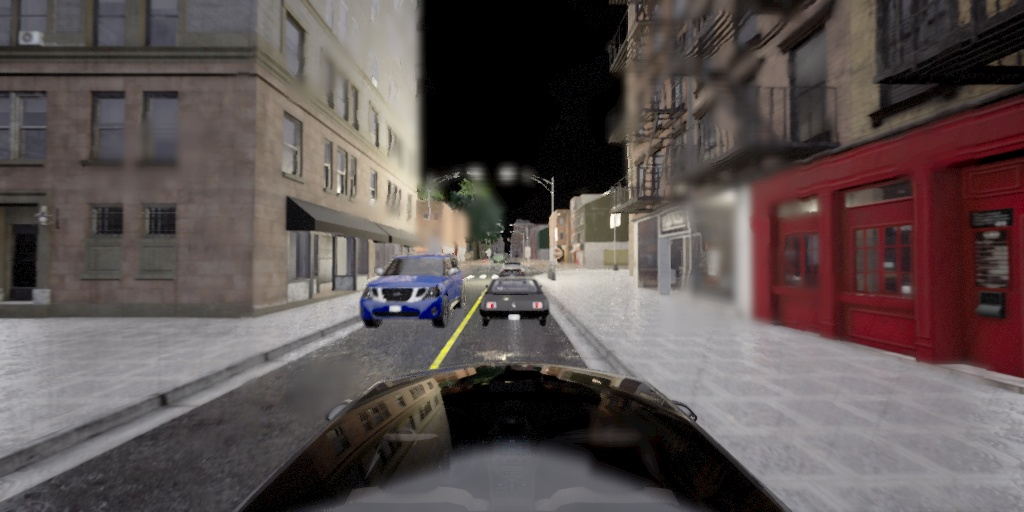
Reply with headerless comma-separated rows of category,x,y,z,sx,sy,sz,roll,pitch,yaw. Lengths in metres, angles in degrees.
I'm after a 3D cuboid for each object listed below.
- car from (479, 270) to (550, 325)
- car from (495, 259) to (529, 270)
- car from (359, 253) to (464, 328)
car,0.066,1.310,11.597,1.895,1.301,4.718,0,0,0
car,0.040,1.153,24.096,1.837,1.490,4.892,0,0,0
car,-2.877,0.932,11.599,2.150,2.045,5.566,0,0,0
